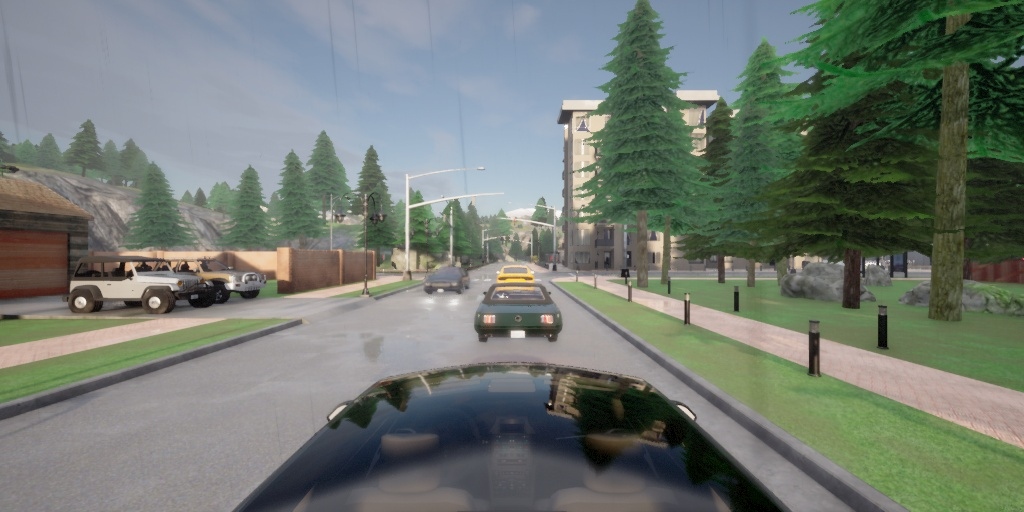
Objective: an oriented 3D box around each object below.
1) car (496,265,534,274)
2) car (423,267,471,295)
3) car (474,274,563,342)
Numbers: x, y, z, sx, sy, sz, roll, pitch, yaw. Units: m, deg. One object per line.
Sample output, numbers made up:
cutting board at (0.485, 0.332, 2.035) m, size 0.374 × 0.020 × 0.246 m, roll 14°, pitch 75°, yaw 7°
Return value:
car at (0.176, 1.228, 19.050) m, size 1.882 × 1.535 × 5.008 m, roll 0°, pitch 0°, yaw 0°
car at (-3.442, 1.298, 20.078) m, size 2.033 × 1.411 × 5.357 m, roll 0°, pitch 0°, yaw 1°
car at (0.146, 1.351, 9.711) m, size 1.895 × 1.301 × 4.718 m, roll 0°, pitch 0°, yaw 0°
